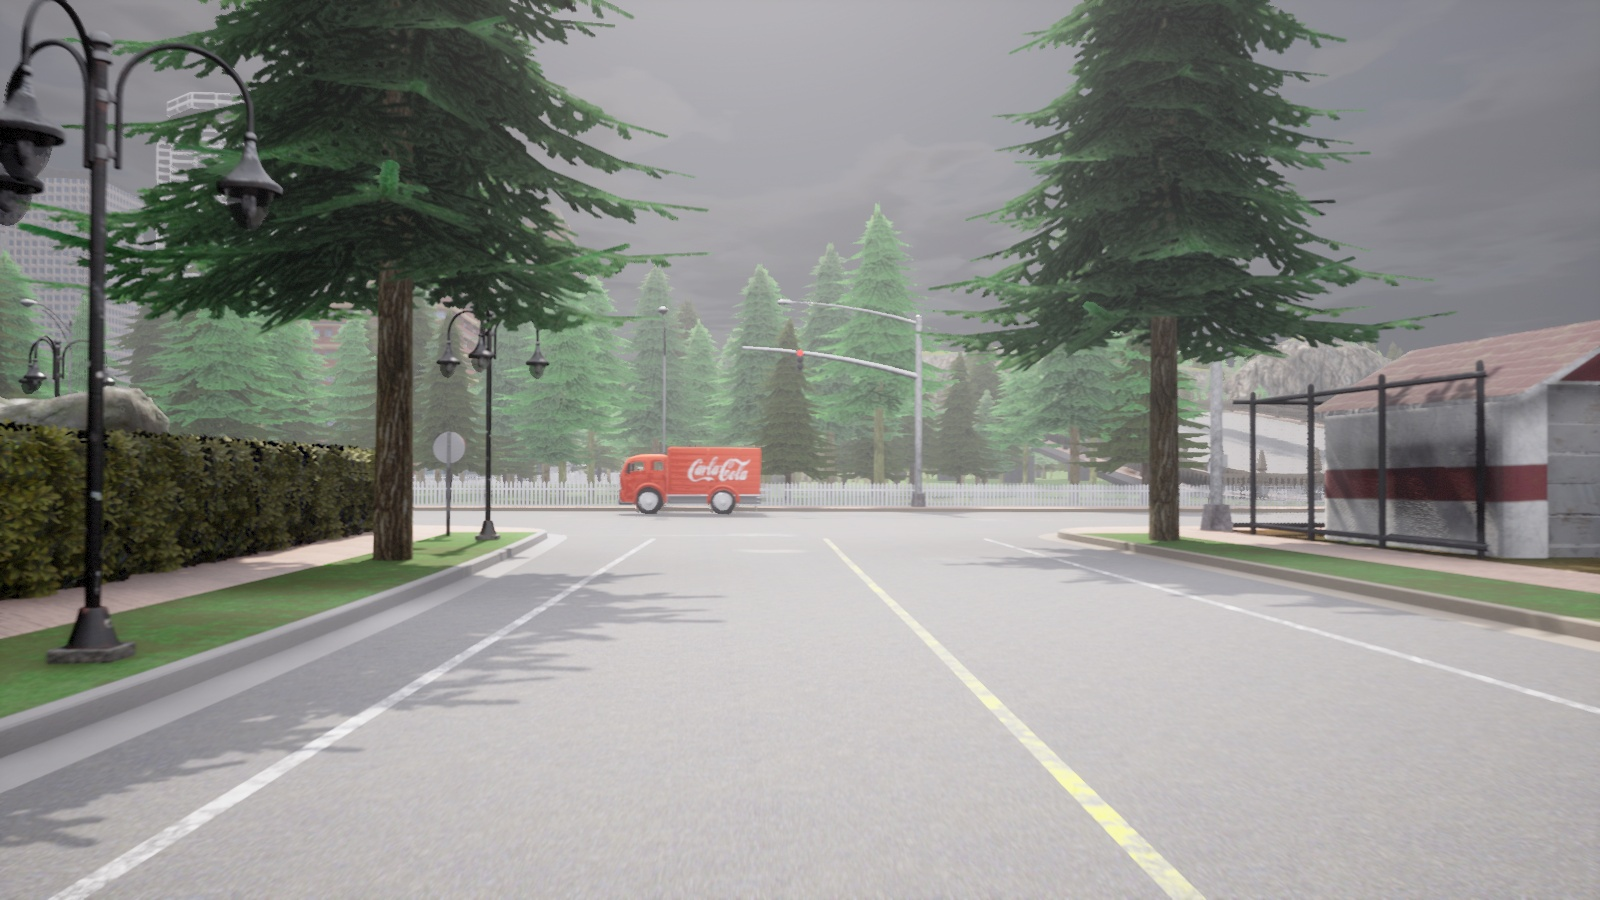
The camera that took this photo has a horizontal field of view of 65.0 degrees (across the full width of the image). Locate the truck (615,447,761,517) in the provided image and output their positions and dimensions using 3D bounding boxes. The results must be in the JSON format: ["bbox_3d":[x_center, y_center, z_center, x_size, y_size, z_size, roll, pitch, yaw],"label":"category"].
[{"bbox_3d":[-4.089,1.161,46.419,5.204,2.467,2.627,0,-1,-3],"label":"truck"}]
